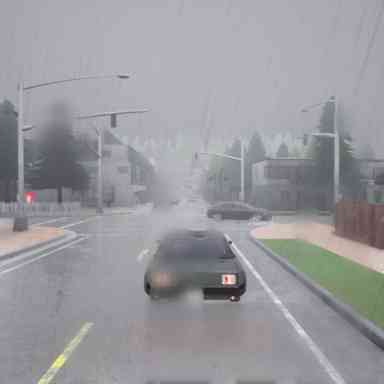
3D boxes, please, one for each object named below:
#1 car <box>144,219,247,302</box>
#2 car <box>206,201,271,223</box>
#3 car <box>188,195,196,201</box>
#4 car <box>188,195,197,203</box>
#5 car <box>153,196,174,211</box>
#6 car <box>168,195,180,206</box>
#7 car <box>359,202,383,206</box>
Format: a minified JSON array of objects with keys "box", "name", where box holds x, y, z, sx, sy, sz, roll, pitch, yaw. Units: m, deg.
[{"box":[0.072,1.601,8.219,1.895,1.301,4.718,0,0,0],"name":"car"},{"box":[3.477,1.494,25.063,4.892,1.490,1.837,0,3,19],"name":"car"},{"box":[0.039,1.478,81.486,1.882,1.535,5.008,0,0,0],"name":"car"},{"box":[0.037,1.595,71.450,1.895,1.301,4.718,0,0,0],"name":"car"},{"box":[-3.579,1.564,40.693,1.994,1.385,4.181,0,0,0],"name":"car"},{"box":[-3.559,1.350,56.336,2.097,1.767,4.553,0,0,0],"name":"car"},{"box":[15.313,1.582,29.278,4.718,1.301,1.895,0,0,-8],"name":"car"}]
